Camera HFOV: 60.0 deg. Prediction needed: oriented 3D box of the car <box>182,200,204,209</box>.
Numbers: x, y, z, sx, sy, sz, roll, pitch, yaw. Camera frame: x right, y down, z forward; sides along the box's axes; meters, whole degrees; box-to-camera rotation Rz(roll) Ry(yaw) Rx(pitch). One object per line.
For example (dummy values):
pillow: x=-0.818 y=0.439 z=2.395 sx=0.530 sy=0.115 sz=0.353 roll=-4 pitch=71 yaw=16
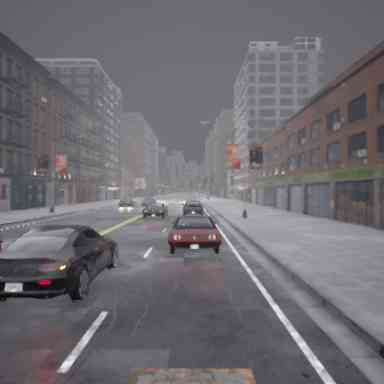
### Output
car: x=0.099 y=1.508 z=31.084 sx=1.837 sy=1.490 sz=4.892 roll=0 pitch=0 yaw=0

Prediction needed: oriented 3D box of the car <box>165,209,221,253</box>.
car: x=0.091 y=1.603 z=13.740 sx=1.895 sy=1.301 sz=4.718 roll=0 pitch=0 yaw=0

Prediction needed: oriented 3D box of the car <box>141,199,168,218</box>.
car: x=-3.151 y=1.604 z=29.497 sx=1.895 sy=1.301 sz=4.718 roll=0 pitch=0 yaw=0

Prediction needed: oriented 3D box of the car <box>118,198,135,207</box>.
car: x=-9.817 y=1.566 z=50.313 sx=1.994 sy=1.385 sz=4.181 roll=0 pitch=0 yaw=0

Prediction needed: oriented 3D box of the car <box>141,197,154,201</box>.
car: x=-6.566 y=1.508 z=50.384 sx=1.837 sy=1.490 sz=4.892 roll=0 pitch=0 yaw=0

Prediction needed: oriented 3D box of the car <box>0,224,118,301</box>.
car: x=-3.151 y=1.527 z=8.203 sx=1.812 sy=1.442 sz=4.674 roll=0 pitch=0 yaw=0
